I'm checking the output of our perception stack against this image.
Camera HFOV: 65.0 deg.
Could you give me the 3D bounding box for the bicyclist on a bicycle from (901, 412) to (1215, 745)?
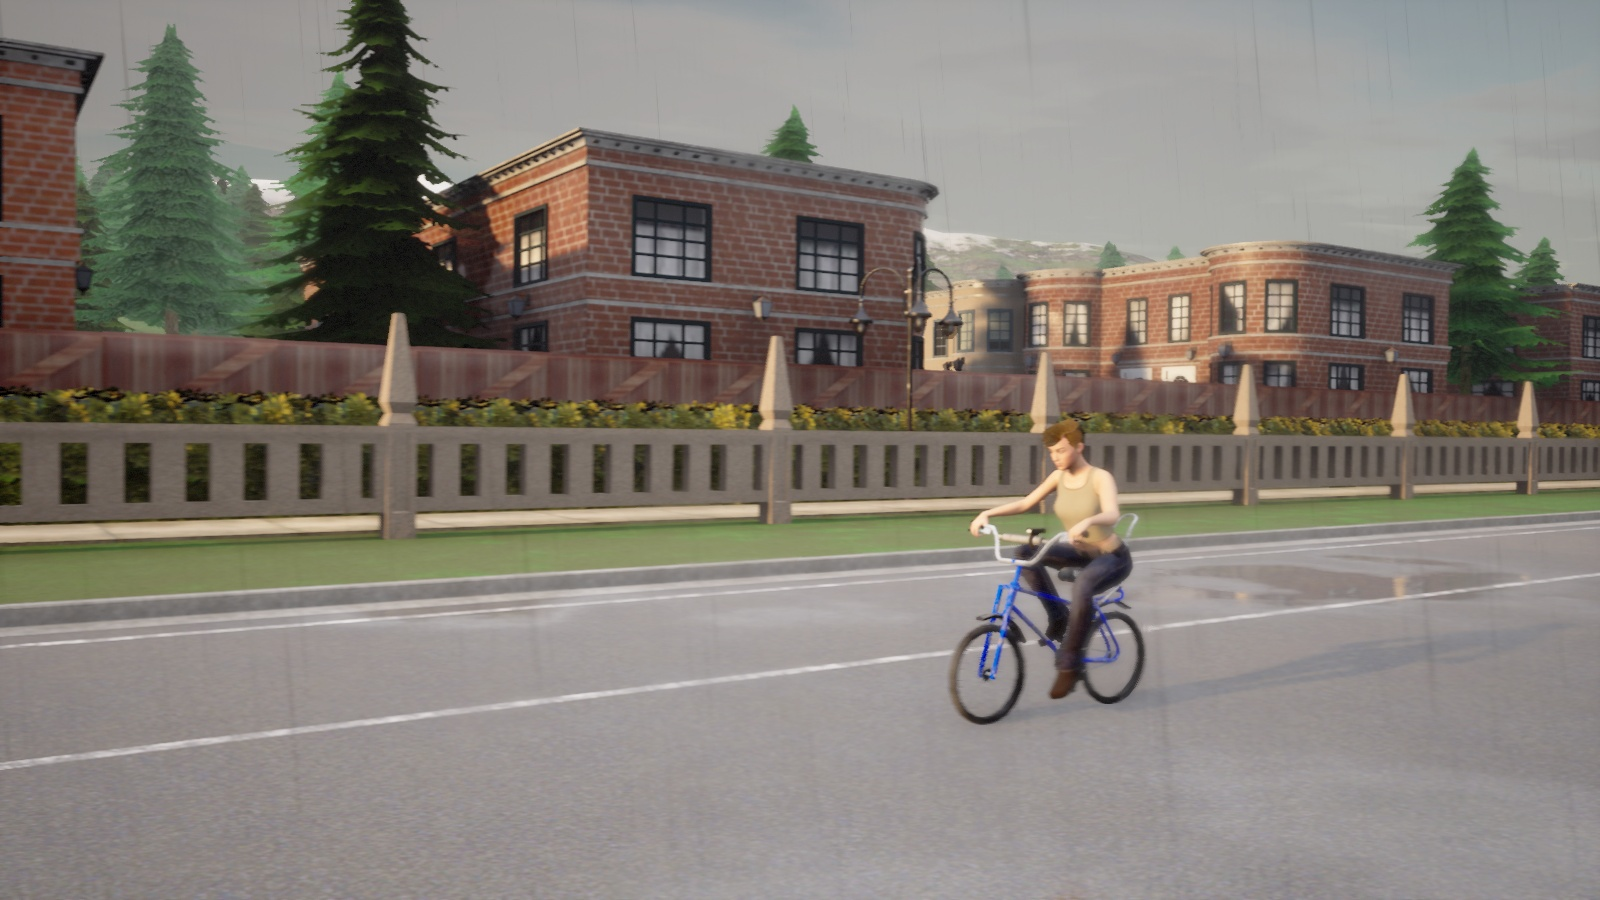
[{"bbox_3d":[1.419,0.608,6.860,1.509,1.612,0.866,-1,1,-34],"label":"bicyclist on a bicycle"}]
